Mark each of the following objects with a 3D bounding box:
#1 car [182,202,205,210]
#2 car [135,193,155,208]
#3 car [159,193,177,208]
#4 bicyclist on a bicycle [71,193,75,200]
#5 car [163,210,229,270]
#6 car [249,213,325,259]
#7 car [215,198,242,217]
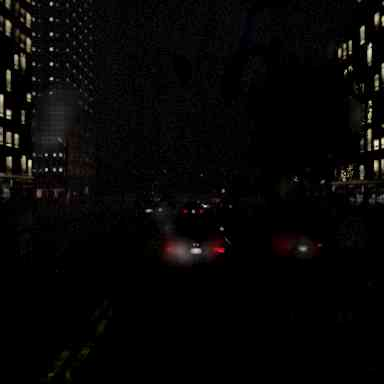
[{"bbox_3d":[0.108,1.506,27.366,2.033,1.411,5.357,0,0,0],"label":"car"},{"bbox_3d":[-6.519,1.136,46.468,2.150,2.045,5.566,0,0,1],"label":"car"},{"bbox_3d":[-3.272,1.136,46.188,2.150,2.045,5.566,0,0,1],"label":"car"},{"bbox_3d":[-24.688,0.985,68.968,0.582,1.620,1.656,0,1,1],"label":"bicyclist on a bicycle"},{"bbox_3d":[0.103,1.534,10.901,2.033,1.411,5.357,0,0,0],"label":"car"},{"bbox_3d":[3.354,1.510,12.339,1.812,1.442,4.674,0,0,0],"label":"car"},{"bbox_3d":[3.359,1.301,31.114,2.097,1.767,4.553,0,0,0],"label":"car"}]
